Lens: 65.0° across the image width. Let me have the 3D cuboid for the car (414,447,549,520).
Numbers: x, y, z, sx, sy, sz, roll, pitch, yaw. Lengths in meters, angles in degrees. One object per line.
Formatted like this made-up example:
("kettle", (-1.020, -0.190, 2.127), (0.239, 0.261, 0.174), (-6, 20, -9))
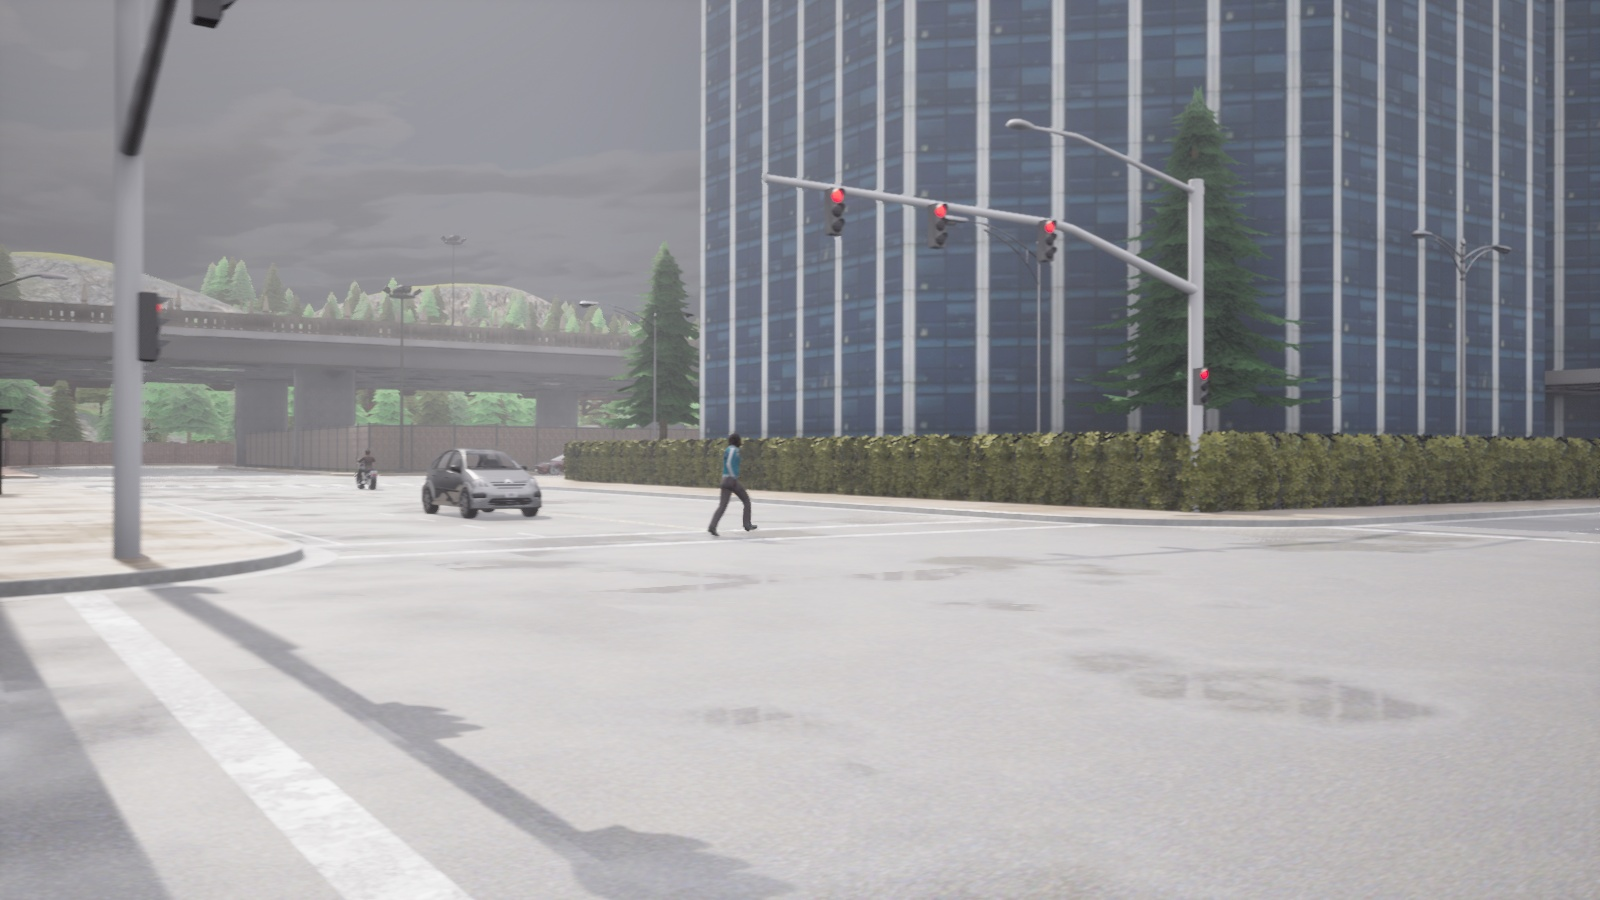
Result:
("car", (-7.641, 0.741, 29.908), (1.851, 1.617, 3.988), (0, 0, -34))

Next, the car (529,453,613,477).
("car", (-14.570, 0.944, 79.949), (4.792, 1.488, 2.163), (0, 0, -34))

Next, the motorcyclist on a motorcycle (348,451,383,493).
("motorcyclist on a motorcycle", (-17.550, 0.869, 50.673), (0.766, 1.649, 2.350), (0, -1, -34))

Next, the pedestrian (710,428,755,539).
("pedestrian", (-1.187, 0.588, 22.139), (0.692, 1.930, 0.396), (0, 0, -32))
